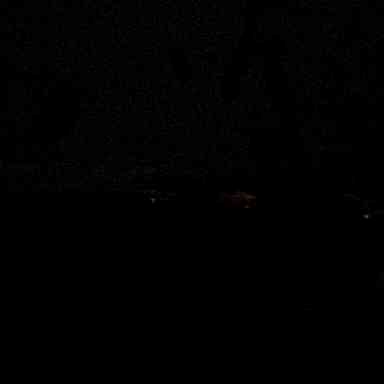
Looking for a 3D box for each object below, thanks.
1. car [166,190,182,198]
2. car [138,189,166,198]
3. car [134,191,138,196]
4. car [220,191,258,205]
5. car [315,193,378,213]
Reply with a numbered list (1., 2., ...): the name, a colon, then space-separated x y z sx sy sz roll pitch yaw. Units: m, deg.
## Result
1. car: -3.748 0.318 55.930 2.033 1.411 5.357 0 1 -35
2. car: -6.688 0.293 55.169 1.812 1.442 4.674 0 1 -35
3. car: -9.406 0.170 63.713 1.994 1.385 4.181 0 1 -36
4. car: 5.374 0.607 38.246 1.882 1.535 5.008 0 2 -36
5. car: 12.816 0.832 27.878 1.882 1.535 5.008 0 1 -36
